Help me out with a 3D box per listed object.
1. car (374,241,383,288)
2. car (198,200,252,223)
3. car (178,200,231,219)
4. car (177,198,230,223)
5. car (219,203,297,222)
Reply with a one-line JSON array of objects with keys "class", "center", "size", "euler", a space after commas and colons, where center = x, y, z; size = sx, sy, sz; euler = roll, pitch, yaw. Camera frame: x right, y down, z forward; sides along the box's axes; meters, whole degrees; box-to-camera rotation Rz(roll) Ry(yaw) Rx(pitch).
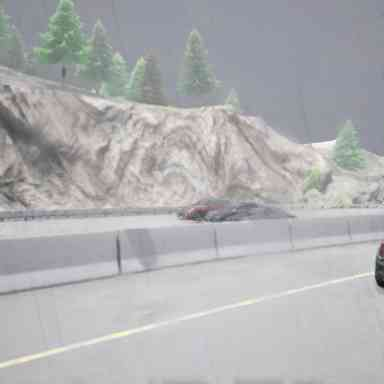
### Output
[{"class": "car", "center": [6.326, 1.331, 7.663], "size": [4.553, 1.767, 2.097], "euler": [0, 0, -32]}, {"class": "car", "center": [3.139, 1.441, 22.243], "size": [4.892, 1.490, 1.837], "euler": [0, 0, -29]}, {"class": "car", "center": [1.088, 1.480, 29.091], "size": [4.181, 1.385, 1.994], "euler": [0, 0, -28]}, {"class": "car", "center": [1.153, 1.279, 25.119], "size": [4.553, 1.767, 2.097], "euler": [0, 0, -29]}, {"class": "car", "center": [3.953, 1.510, 18.665], "size": [4.181, 1.385, 1.994], "euler": [0, 0, -30]}]
